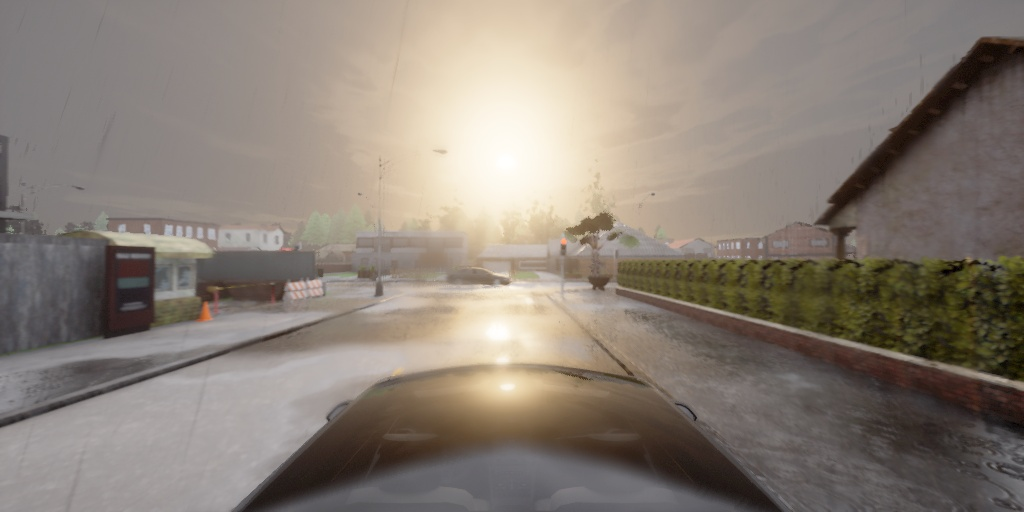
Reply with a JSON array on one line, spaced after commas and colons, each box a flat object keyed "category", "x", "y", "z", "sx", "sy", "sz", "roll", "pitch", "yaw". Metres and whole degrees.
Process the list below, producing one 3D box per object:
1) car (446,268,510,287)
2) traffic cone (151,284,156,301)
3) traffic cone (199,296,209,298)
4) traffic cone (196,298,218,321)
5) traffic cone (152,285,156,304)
[{"category": "car", "x": -2.571, "y": 1.662, "z": 27.629, "sx": 4.892, "sy": 1.490, "sz": 1.837, "roll": 1, "pitch": -1, "yaw": 0}, {"category": "traffic cone", "x": -16.877, "y": 1.787, "z": 17.236, "sx": 0.344, "sy": 0.586, "sz": 0.344, "roll": 0, "pitch": 0, "yaw": 0}, {"category": "traffic cone", "x": -10.386, "y": 1.702, "z": 11.827, "sx": 0.344, "sy": 0.586, "sz": 0.344, "roll": 0, "pitch": 0, "yaw": 0}, {"category": "traffic cone", "x": -9.666, "y": 1.724, "z": 11.306, "sx": 0.344, "sy": 0.586, "sz": 0.344, "roll": 0, "pitch": 0, "yaw": 0}, {"category": "traffic cone", "x": -15.837, "y": 1.749, "z": 16.237, "sx": 0.344, "sy": 0.586, "sz": 0.344, "roll": 0, "pitch": 0, "yaw": 0}]
